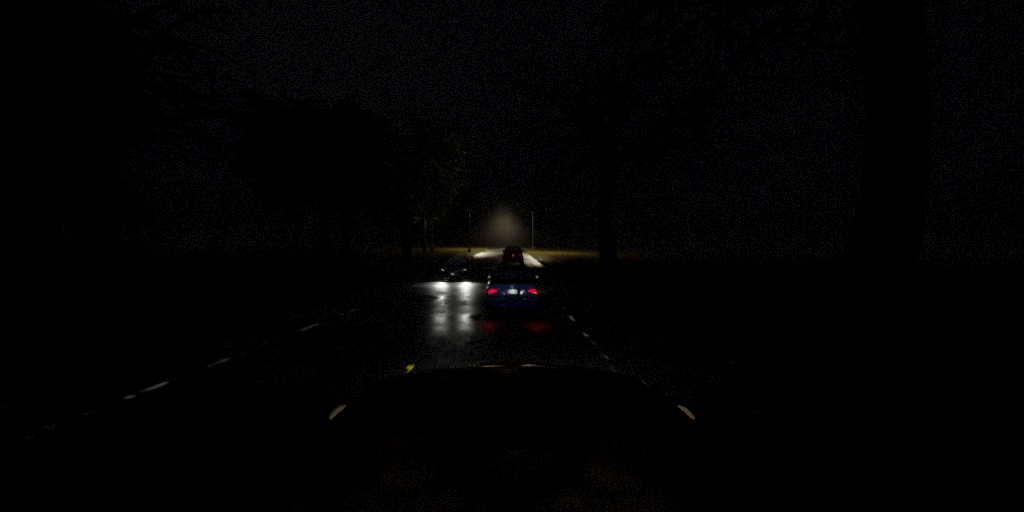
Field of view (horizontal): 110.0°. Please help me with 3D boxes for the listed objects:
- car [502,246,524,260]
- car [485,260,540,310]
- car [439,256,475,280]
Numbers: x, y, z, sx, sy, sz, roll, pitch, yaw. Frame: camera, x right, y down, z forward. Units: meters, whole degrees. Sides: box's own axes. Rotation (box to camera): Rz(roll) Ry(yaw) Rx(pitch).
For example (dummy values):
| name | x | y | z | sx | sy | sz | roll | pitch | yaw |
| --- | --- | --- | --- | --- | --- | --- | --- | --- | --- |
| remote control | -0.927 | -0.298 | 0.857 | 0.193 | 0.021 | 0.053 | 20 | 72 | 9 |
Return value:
| name | x | y | z | sx | sy | sz | roll | pitch | yaw |
| --- | --- | --- | --- | --- | --- | --- | --- | --- | --- |
| car | 0.102 | -0.084 | 39.543 | 2.150 | 2.045 | 5.566 | 0 | 2 | 0 |
| car | 0.035 | 1.056 | 13.241 | 2.033 | 1.411 | 5.357 | 0 | 1 | 1 |
| car | -3.543 | 0.751 | 23.790 | 1.812 | 1.442 | 4.674 | 0 | 2 | 1 |
